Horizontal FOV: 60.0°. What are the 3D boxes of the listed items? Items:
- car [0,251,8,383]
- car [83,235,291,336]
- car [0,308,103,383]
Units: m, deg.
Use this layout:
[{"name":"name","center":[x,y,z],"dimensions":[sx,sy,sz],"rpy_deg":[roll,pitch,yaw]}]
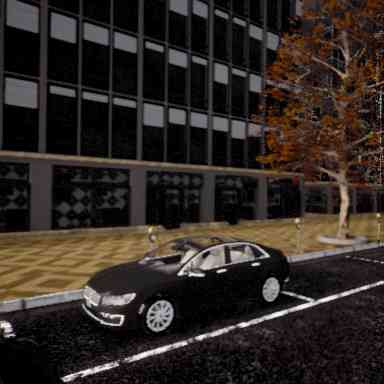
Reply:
[{"name":"car","center":[-4.653,1.504,3.237],"dimensions":[4.829,1.417,1.752],"rpy_deg":[1,0,-35]},{"name":"car","center":[0.120,1.591,6.641],"dimensions":[4.403,1.369,2.008],"rpy_deg":[1,0,-35]},{"name":"car","center":[-2.686,1.549,1.463],"dimensions":[4.181,1.385,1.994],"rpy_deg":[1,0,-35]}]
